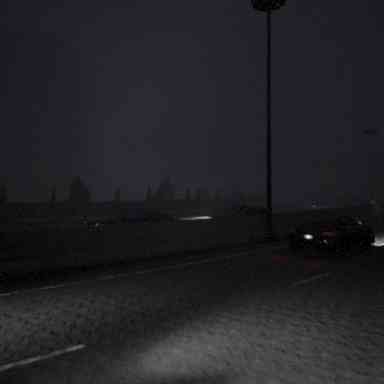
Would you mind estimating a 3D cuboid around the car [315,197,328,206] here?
[{"bbox_3d":[22.055,1.663,56.977,1.812,1.442,4.674,0,0,19],"label":"car"}]

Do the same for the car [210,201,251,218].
[{"bbox_3d":[3.723,1.641,31.952,1.994,1.385,4.181,0,0,39],"label":"car"}]

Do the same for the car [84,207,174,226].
[{"bbox_3d":[-3.479,1.600,19.367,5.357,1.411,2.033,0,0,-42],"label":"car"}]

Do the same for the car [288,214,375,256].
[{"bbox_3d":[5.672,1.593,13.370,4.181,1.385,1.994,0,0,-43],"label":"car"}]

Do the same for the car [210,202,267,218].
[{"bbox_3d":[3.083,1.541,20.847,2.128,1.511,4.902,0,0,44],"label":"car"}]
